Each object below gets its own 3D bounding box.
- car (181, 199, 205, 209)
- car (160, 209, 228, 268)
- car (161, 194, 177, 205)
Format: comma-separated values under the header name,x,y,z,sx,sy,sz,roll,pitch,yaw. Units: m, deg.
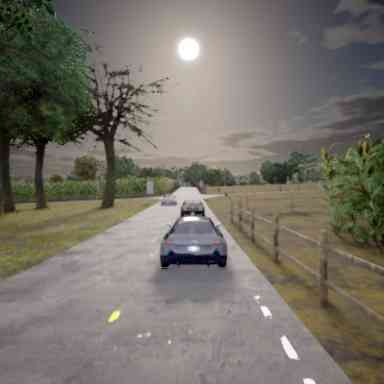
name,x,y,z,sx,sy,sz,roll,pitch,yaw
car,0.065,1.265,27.398,1.895,1.301,4.718,0,1,0
car,0.065,1.489,11.046,1.994,1.385,4.181,0,1,1
car,-2.856,0.947,41.801,1.895,1.301,4.718,0,1,0
